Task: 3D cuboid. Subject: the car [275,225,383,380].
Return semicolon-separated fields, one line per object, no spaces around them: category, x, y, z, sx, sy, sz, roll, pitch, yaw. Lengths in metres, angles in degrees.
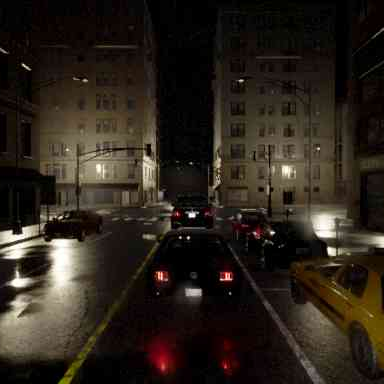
car;2.864;1.523;5.285;1.752;1.417;4.829;-1;0;0

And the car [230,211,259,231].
car;2.872;1.575;16.287;1.802;1.307;4.206;-1;0;0

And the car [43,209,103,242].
car;-5.674;1.538;16.290;1.887;1.381;4.507;-1;0;0

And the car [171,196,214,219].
car;0.003;1.214;18.448;2.150;2.045;5.566;0;0;0

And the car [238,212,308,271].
car;2.868;1.562;10.701;1.947;1.339;4.313;-1;0;0

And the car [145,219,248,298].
car;0.047;1.598;8.456;1.895;1.301;4.718;0;0;0
